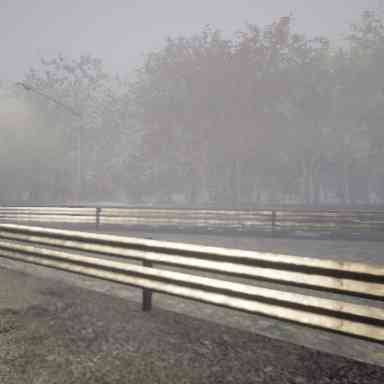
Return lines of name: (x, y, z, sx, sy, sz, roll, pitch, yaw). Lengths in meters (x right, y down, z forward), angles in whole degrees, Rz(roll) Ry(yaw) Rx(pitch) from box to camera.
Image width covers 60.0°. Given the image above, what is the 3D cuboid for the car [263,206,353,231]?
car: (7.172, 1.610, 20.963, 5.357, 1.411, 2.033, 0, 0, 18)
